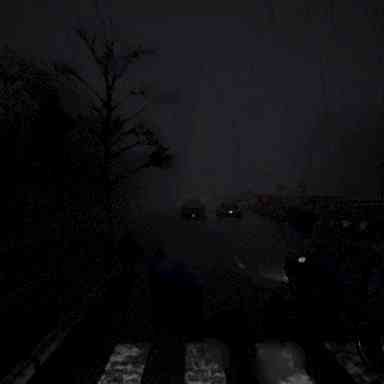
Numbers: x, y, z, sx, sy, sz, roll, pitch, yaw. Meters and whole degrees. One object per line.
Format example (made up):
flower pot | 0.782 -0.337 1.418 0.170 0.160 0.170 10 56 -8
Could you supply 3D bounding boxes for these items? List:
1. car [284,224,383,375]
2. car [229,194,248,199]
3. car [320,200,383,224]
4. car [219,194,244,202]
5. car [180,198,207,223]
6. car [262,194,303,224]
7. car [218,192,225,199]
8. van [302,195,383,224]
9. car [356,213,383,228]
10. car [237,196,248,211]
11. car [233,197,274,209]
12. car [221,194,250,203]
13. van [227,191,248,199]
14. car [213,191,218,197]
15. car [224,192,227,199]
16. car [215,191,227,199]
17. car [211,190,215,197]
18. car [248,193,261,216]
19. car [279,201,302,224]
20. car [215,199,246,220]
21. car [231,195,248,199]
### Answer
car | 3.101 1.548 5.526 2.033 1.411 5.357 0 0 0
car | 8.071 1.443 46.678 4.674 1.452 2.002 1 0 -20
car | 8.044 1.366 13.841 4.553 1.767 2.185 1 0 -20
car | 8.075 1.166 67.561 4.674 1.452 2.002 1 1 -20
car | 0.103 1.481 25.369 1.882 1.535 5.008 0 0 0
car | 8.052 1.241 22.784 5.566 2.045 2.435 1 0 -20
car | 7.904 1.250 58.546 5.366 1.575 1.946 0 1 -20
van | 8.184 1.268 16.876 4.442 1.987 1.878 1 0 -20
car | 8.067 1.531 10.869 4.674 1.452 2.002 1 0 -20
car | 8.048 1.498 37.709 4.792 1.488 2.163 1 1 -20
car | 8.102 1.462 43.706 4.792 1.488 2.163 1 0 -20
car | 8.105 1.240 61.608 4.792 1.488 2.163 0 1 -20
van | 7.972 1.147 49.607 4.442 1.987 1.878 1 1 -20
car | 8.090 1.021 76.500 4.892 1.521 2.231 1 1 -20
car | 8.050 1.211 52.635 4.553 1.767 2.185 1 1 -20
car | 7.906 1.162 64.512 5.366 1.575 1.946 0 1 -20
car | 8.110 0.736 79.499 5.566 2.045 2.435 1 0 -20
car | 8.104 1.242 28.780 5.566 2.045 2.435 1 0 -20
car | 8.067 1.494 19.815 4.892 1.521 2.231 1 0 -20
car | 3.104 1.566 28.611 1.994 1.385 4.181 0 0 0
car | 7.904 1.446 40.636 5.366 1.575 1.946 1 1 -20
